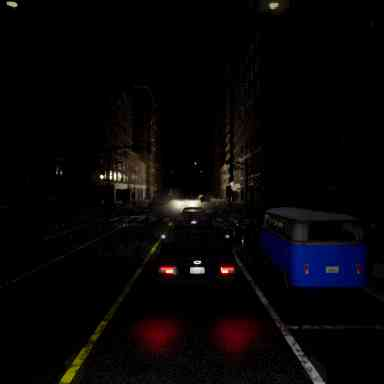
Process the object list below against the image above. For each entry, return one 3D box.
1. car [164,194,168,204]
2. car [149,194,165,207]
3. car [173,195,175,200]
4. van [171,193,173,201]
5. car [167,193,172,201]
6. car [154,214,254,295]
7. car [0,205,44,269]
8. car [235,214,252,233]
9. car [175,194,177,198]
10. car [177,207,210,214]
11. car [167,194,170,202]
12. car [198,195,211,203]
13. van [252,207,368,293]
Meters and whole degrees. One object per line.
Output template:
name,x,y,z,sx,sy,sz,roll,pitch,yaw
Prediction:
car,-5.702,1.517,57.706,2.008,1.369,4.403,0,0,0
car,-5.699,1.494,52.086,1.752,1.417,4.829,0,0,0
car,-5.715,1.516,79.510,2.008,1.369,4.403,0,0,0
van,-5.712,1.306,74.059,1.690,1.788,3.998,0,0,0
car,-5.709,1.509,68.608,1.887,1.381,4.507,0,0,0
car,0.096,1.546,8.881,2.033,1.411,5.357,0,0,0
car,-5.674,1.313,8.567,2.192,1.841,5.009,0,0,0
car,2.848,1.562,14.272,1.947,1.339,4.313,0,0,0
car,-5.719,1.283,84.961,2.192,1.841,5.009,0,0,0
car,0.089,1.557,19.465,1.994,1.385,4.181,0,0,0
car,-5.706,1.509,63.157,1.887,1.381,4.507,0,0,0
car,2.816,1.404,68.649,1.967,1.590,4.097,0,0,0
van,2.850,1.339,8.612,1.690,1.788,3.998,0,0,0
